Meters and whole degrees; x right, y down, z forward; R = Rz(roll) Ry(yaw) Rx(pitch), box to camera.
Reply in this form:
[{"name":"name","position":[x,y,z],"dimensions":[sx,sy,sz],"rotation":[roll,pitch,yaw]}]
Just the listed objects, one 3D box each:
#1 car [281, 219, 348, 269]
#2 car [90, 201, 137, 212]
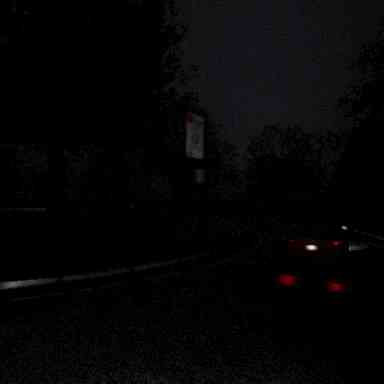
[{"name":"car","position":[4.419,1.644,11.744],"dimensions":[1.994,1.385,4.181],"rotation":[1,0,25]},{"name":"car","position":[-8.436,1.561,35.673],"dimensions":[4.718,1.301,1.895],"rotation":[1,0,7]}]
